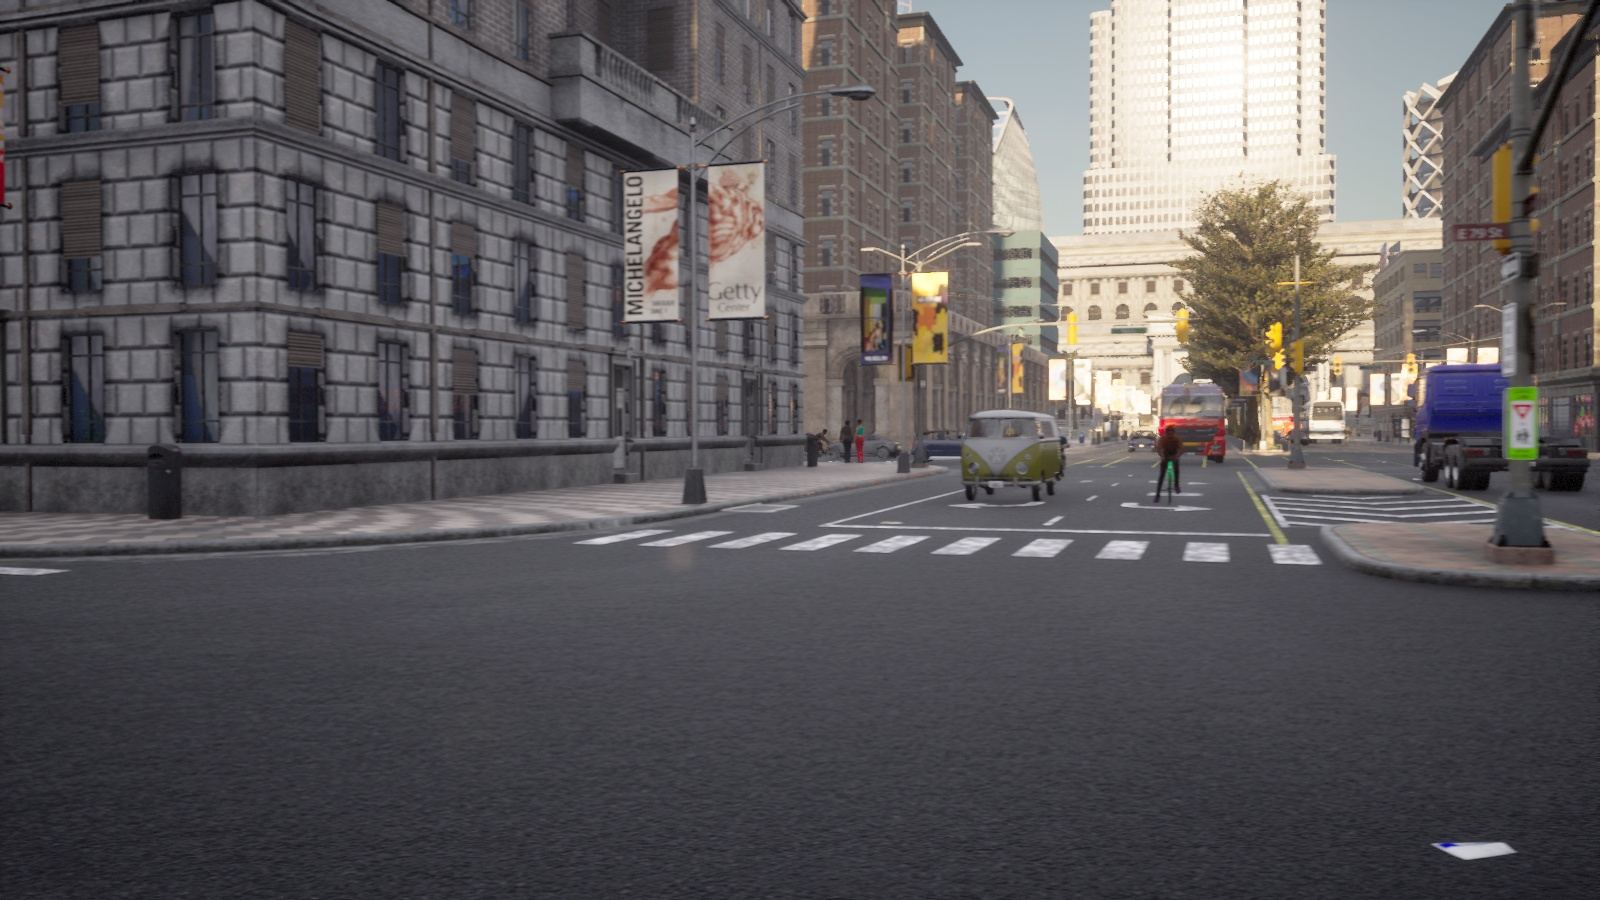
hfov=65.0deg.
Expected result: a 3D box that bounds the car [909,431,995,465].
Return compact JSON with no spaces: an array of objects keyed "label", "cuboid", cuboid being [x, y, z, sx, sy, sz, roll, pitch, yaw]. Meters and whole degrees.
[{"label":"car","cuboid":[7.070,-0.100,58.327,3.705,1.549,1.789,0,1,18]}]

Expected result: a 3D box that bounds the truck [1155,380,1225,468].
[{"label":"truck","cuboid":[18.431,-1.215,59.129,2.891,3.827,8.468,1,1,18]}]

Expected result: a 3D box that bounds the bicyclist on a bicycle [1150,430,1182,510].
[{"label":"bicyclist on a bicycle","cuboid":[7.684,0.387,26.316,0.582,1.620,1.656,1,1,18]}]

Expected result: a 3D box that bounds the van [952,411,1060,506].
[{"label":"van","cuboid":[4.780,0.139,28.692,1.775,1.987,4.442,1,1,18]}]

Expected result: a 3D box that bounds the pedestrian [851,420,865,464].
[{"label":"pedestrian","cuboid":[2.441,-0.350,52.796,0.345,1.836,0.594,0,1,-31]}]

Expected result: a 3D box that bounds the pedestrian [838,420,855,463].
[{"label":"pedestrian","cuboid":[1.965,-0.360,53.301,0.328,1.805,0.869,1,1,33]}]

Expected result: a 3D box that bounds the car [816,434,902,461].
[{"label":"car","cuboid":[3.138,-0.166,66.943,4.181,1.385,1.994,0,1,18]}]

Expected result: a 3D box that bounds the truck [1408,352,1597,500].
[{"label":"truck","cuboid":[18.511,-0.626,33.656,2.891,3.462,7.936,1,1,18]}]

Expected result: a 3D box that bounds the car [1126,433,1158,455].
[{"label":"car","cuboid":[22.923,-0.419,84.081,1.816,1.474,4.193,1,1,19]}]
